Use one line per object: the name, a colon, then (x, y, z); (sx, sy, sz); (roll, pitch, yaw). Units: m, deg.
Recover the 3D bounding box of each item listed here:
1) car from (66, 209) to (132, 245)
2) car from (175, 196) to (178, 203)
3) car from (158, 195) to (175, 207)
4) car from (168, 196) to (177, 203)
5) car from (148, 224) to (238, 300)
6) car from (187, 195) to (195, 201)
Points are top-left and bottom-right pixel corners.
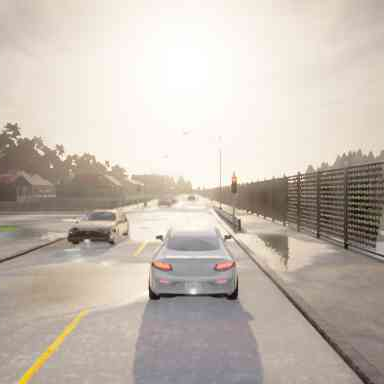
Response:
car: (-4.134, 1.546, 15.789); (2.033, 1.411, 5.357); (0, 0, 0)
car: (-4.195, 1.348, 61.740); (2.097, 1.767, 4.553); (0, 0, 0)
car: (-4.205, 1.475, 51.810); (1.882, 1.535, 5.008); (0, 0, 0)
car: (-4.153, 1.520, 71.654); (1.812, 1.442, 4.674); (0, 0, 0)
car: (0.037, 1.525, 8.268); (1.812, 1.442, 4.674); (0, 0, 0)
car: (-0.190, 1.473, 86.391); (1.882, 1.535, 5.008); (0, 0, 0)
